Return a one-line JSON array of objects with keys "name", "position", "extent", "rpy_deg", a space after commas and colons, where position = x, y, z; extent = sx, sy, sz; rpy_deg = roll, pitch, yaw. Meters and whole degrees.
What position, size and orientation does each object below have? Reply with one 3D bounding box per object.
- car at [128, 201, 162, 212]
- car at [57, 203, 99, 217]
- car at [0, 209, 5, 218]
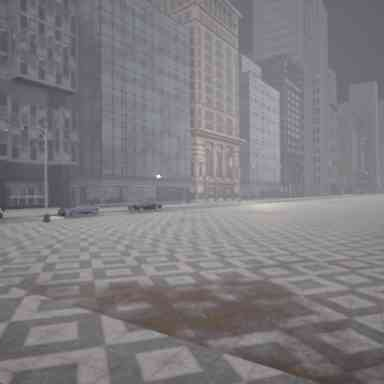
[{"name": "car", "position": [-6.015, 1.832, 42.793], "extent": [1.895, 1.301, 4.718], "rpy_deg": [-1, 0, 36]}, {"name": "car", "position": [-11.788, 1.809, 34.685], "extent": [1.994, 1.385, 4.181], "rpy_deg": [-1, 0, 37]}, {"name": "car", "position": [-17.589, 1.776, 26.562], "extent": [1.812, 1.442, 4.674], "rpy_deg": [-1, 0, 37]}]
